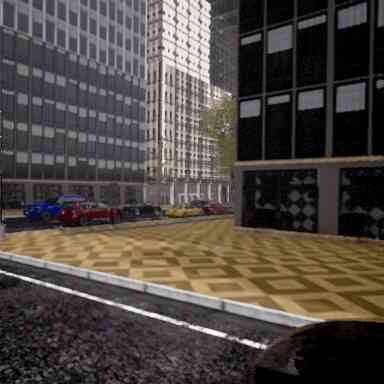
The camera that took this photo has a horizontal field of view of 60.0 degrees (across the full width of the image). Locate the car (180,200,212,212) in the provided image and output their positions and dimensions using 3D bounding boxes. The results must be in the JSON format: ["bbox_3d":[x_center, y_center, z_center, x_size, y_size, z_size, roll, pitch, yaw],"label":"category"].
[{"bbox_3d":[0.622,1.819,45.415,1.837,1.490,4.892,1,0,37],"label":"car"}]

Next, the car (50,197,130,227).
[{"bbox_3d":[-7.456,1.532,24.789,2.192,1.841,5.009,0,0,36],"label":"car"}]

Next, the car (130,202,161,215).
[{"bbox_3d":[-5.611,1.824,37.019,1.895,1.301,4.718,1,0,37],"label":"car"}]

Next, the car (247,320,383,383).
[{"bbox_3d":[2.638,1.505,1.801,4.892,1.490,1.837,0,0,36],"label":"car"}]

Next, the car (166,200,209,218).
[{"bbox_3d":[-0.650,1.843,33.995,1.752,1.417,4.829,1,0,36],"label":"car"}]

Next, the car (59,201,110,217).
[{"bbox_3d":[-10.945,1.659,34.168,1.752,1.417,4.829,1,0,36],"label":"car"}]

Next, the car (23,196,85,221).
[{"bbox_3d":[-11.564,1.356,28.953,2.150,2.045,5.566,1,0,38],"label":"car"}]

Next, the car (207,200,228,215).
[{"bbox_3d":[2.602,1.948,38.393,1.802,1.307,4.206,1,0,36],"label":"car"}]

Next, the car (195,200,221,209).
[{"bbox_3d":[2.566,1.897,52.436,1.947,1.339,4.313,1,0,36],"label":"car"}]
